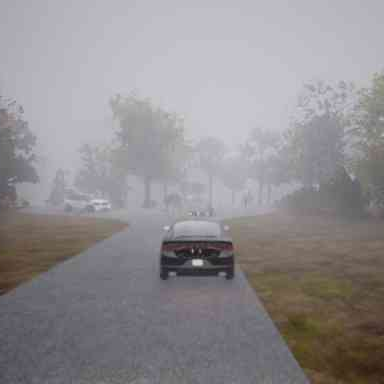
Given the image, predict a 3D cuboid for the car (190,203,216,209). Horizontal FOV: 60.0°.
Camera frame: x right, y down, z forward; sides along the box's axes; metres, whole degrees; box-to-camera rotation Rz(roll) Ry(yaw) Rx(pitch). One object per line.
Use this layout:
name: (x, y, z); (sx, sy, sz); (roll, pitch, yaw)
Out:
car: (0.751, 1.527, 24.977); (2.033, 1.411, 5.357); (0, 0, 7)

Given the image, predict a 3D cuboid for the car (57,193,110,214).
car: (-11.272, 1.194, 35.313); (5.566, 2.045, 2.150); (0, 1, 30)

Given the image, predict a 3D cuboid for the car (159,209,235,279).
car: (0.138, 1.469, 10.020); (1.882, 1.535, 5.008); (0, 0, 0)

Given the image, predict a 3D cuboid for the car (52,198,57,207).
car: (-19.083, 1.181, 51.453); (2.150, 2.045, 5.566); (-1, 0, 19)
